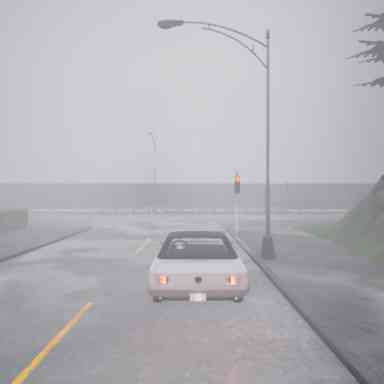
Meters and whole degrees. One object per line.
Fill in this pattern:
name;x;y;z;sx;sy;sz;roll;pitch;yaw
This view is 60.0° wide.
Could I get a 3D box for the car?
car;0.117;1.598;8.175;1.895;1.301;4.718;0;0;0
